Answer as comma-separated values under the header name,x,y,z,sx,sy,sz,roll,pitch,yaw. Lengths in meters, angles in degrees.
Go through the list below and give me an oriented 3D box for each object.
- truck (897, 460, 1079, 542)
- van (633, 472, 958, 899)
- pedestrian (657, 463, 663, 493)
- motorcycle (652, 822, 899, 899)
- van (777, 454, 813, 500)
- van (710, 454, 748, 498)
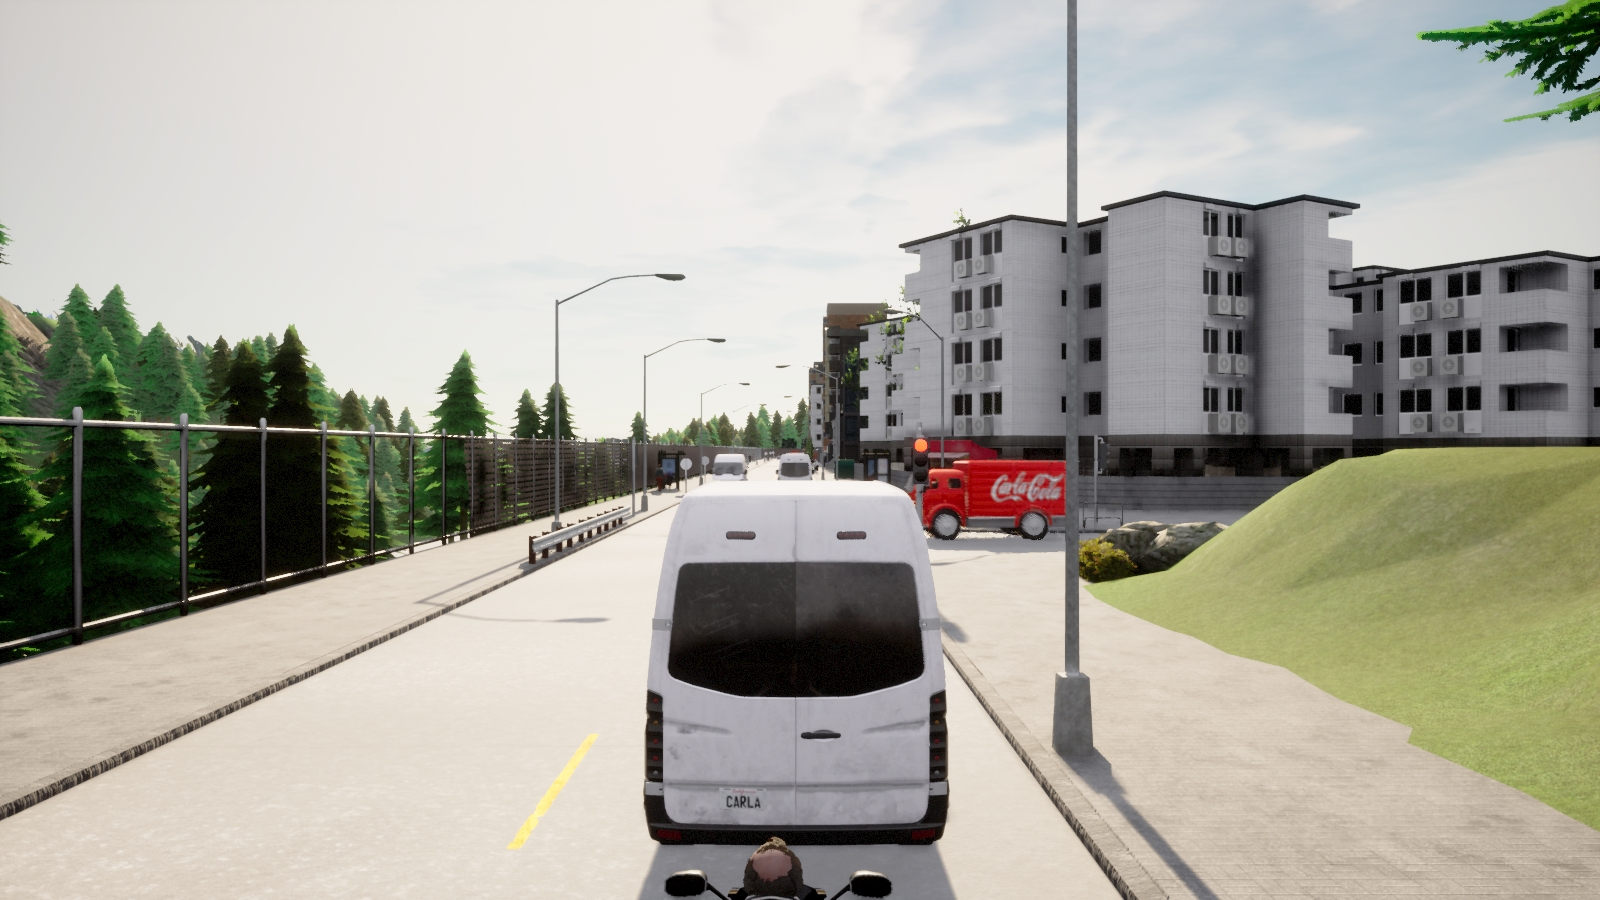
name,x,y,z,sx,sy,sz,roll,pitch,yaw
truck,5.856,1.565,36.122,5.204,2.467,2.627,0,0,-5
van,-0.034,1.534,9.946,1.988,2.561,5.915,0,0,0
pedestrian,-8.699,1.744,70.928,0.375,1.860,0.375,0,0,-10
motorcycle,-0.090,2.205,3.746,0.867,1.251,2.209,0,0,1
van,-0.294,1.534,66.844,1.988,2.561,5.915,0,0,0
van,-4.309,1.533,69.934,1.988,2.561,5.915,0,0,0
